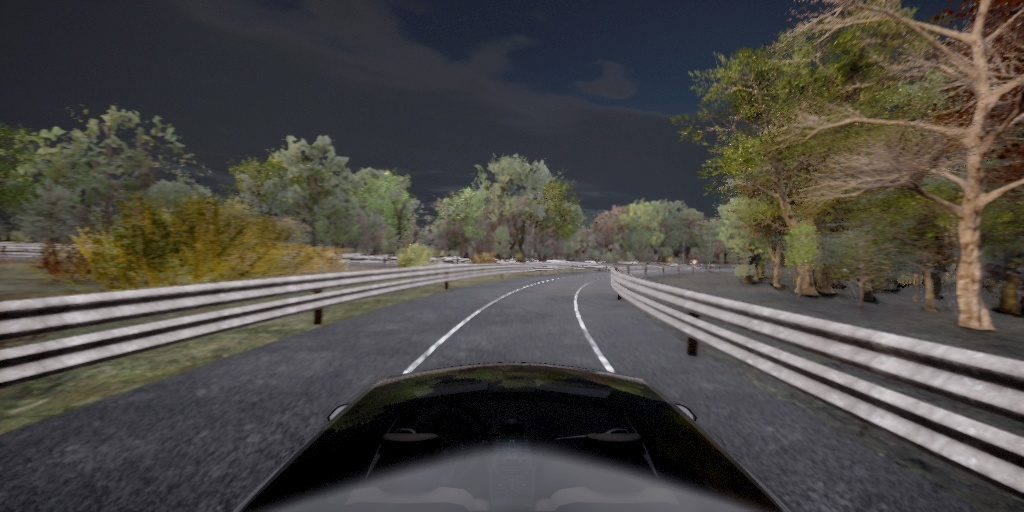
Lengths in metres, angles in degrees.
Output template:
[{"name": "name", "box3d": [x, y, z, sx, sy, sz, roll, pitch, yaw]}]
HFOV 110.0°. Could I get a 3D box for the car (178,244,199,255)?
[{"name": "car", "box3d": [-36.928, -0.478, 41.642, 5.566, 2.045, 2.150, 2, 0, -33]}]
